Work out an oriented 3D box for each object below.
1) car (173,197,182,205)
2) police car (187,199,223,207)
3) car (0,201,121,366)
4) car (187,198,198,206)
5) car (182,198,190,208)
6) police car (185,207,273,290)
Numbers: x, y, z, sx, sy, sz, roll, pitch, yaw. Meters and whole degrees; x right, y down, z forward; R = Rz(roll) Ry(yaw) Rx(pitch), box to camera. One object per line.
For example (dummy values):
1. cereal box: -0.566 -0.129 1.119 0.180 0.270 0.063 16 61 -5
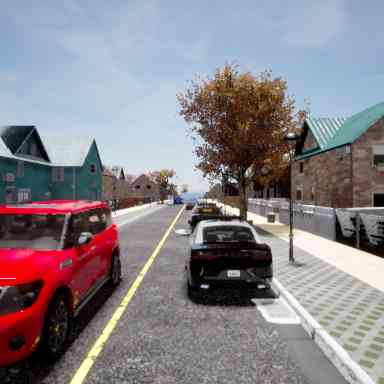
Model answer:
1. car: -2.631 1.677 63.013 1.882 1.535 5.008 0 0 0
2. police car: 0.861 1.436 19.251 1.930 1.638 5.238 0 0 0
3. car: -2.838 1.223 6.220 2.150 2.045 5.566 0 0 0
4. car: 0.118 1.758 62.058 1.994 1.385 4.181 0 0 0
5. car: 0.113 1.642 45.053 2.033 1.411 5.357 0 0 1
6. police car: 0.843 1.429 9.250 1.930 1.638 5.238 0 0 0
